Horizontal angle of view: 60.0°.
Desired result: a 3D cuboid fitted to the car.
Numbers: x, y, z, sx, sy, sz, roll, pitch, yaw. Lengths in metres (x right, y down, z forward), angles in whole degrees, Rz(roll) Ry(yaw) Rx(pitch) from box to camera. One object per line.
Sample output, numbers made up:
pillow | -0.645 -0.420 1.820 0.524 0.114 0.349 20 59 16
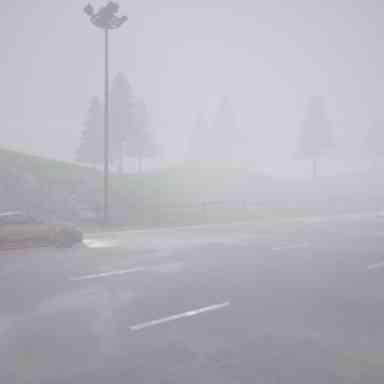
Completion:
car | -6.240 1.421 12.199 4.181 1.385 1.994 0 1 -35
